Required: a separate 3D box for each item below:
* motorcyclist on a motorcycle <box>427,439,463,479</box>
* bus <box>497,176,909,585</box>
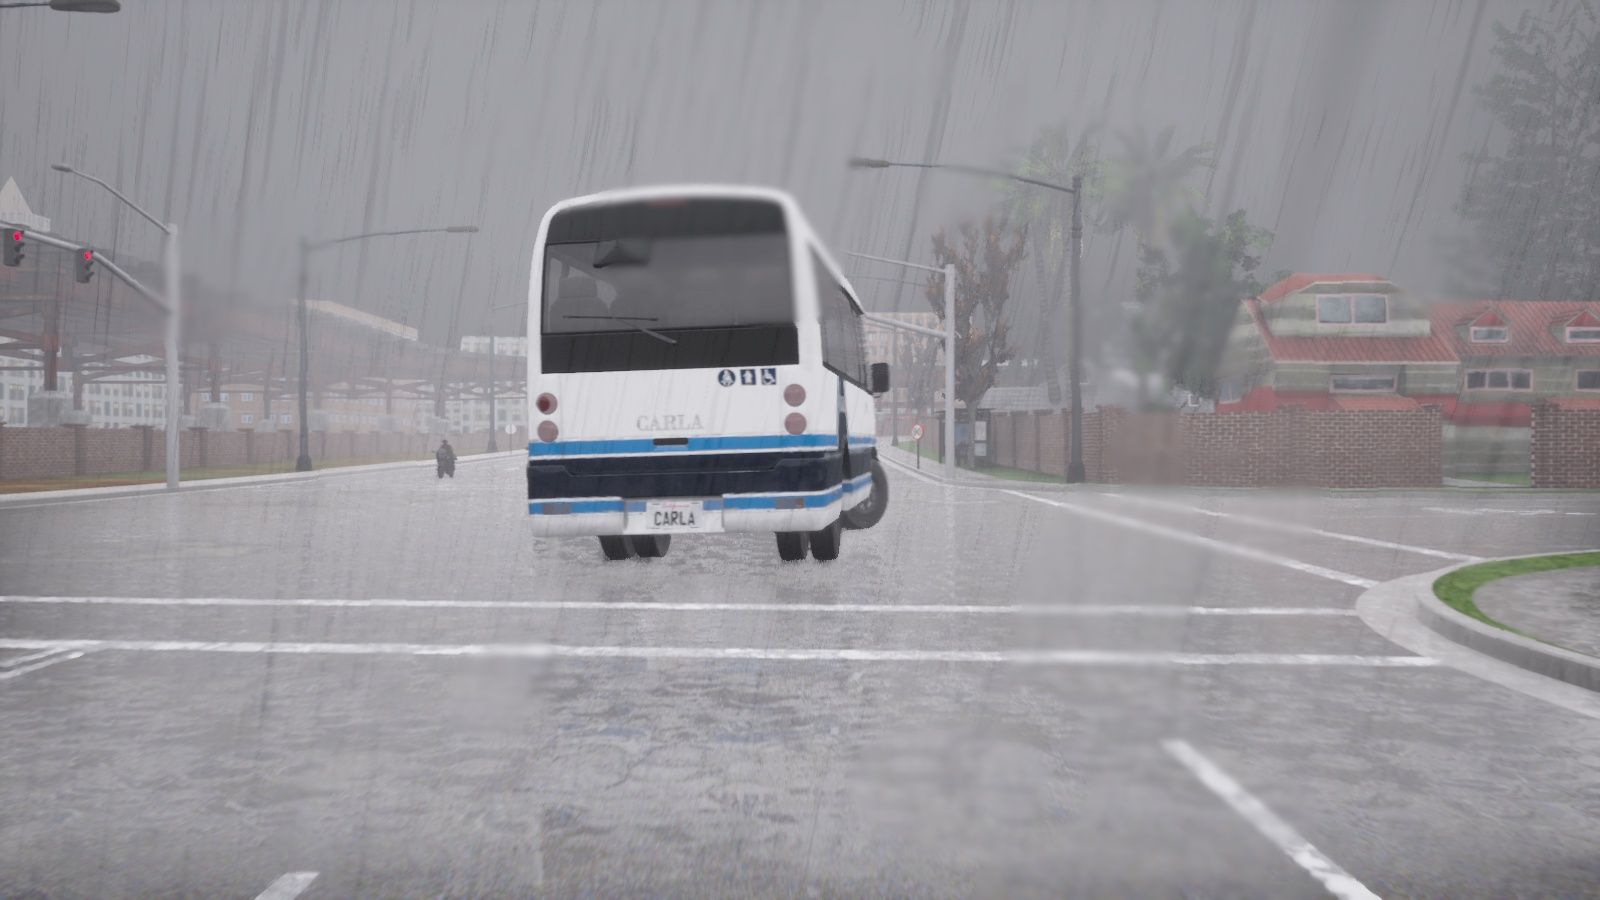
[{"bbox_3d":[-13.715,0.325,48.553,0.797,1.523,2.044,0,1,0],"label":"motorcyclist on a motorcycle"},{"bbox_3d":[-0.637,-0.740,18.587,3.944,4.253,10.273,-2,0,7],"label":"bus"}]
